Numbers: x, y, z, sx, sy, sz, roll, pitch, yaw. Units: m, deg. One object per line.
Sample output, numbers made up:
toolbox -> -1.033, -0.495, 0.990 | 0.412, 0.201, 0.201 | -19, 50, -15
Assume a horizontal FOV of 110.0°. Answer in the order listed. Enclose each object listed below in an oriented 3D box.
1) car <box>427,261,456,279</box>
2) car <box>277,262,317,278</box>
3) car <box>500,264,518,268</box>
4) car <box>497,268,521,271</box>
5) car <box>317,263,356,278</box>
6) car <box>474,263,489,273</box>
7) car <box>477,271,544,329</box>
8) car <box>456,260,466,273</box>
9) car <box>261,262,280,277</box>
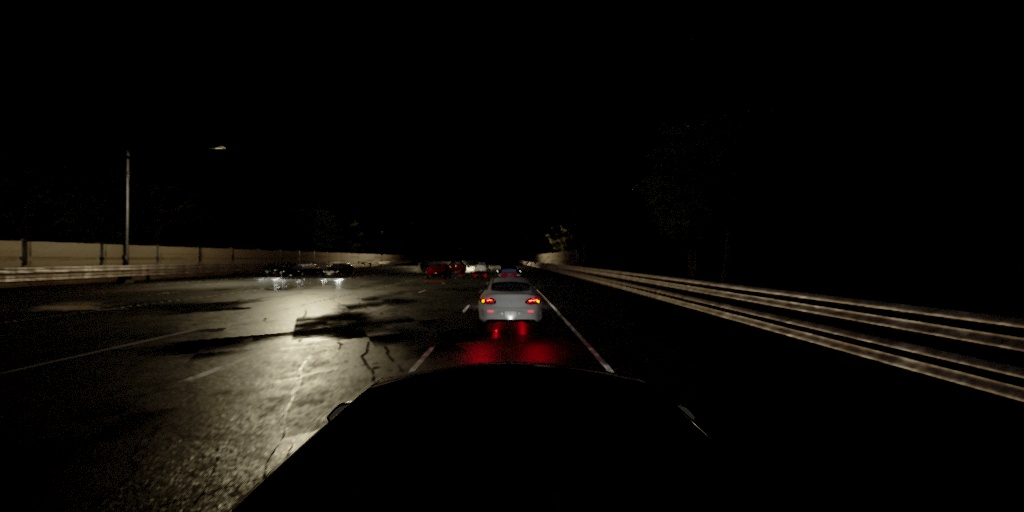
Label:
car -> -7.324, 1.475, 36.619 | 1.882, 1.535, 5.008 | 0, 0, -1
car -> -21.507, 1.567, 36.965 | 1.895, 1.301, 4.718 | 0, 0, -2
car -> -0.228, 1.495, 26.497 | 1.994, 1.385, 4.181 | 0, 0, -1
car -> -0.111, 1.465, 18.133 | 1.895, 1.301, 4.718 | 0, 0, -1
car -> -18.021, 1.505, 37.530 | 1.812, 1.442, 4.674 | 0, 0, -2
car -> -4.149, 1.639, 49.857 | 1.812, 1.442, 4.674 | 0, 0, -2
car -> -0.047, 1.341, 11.366 | 1.812, 1.442, 4.674 | 0, -1, 0
car -> -7.682, 1.464, 50.748 | 2.097, 1.767, 4.553 | 0, -1, -2
car -> -25.049, 1.392, 39.001 | 1.837, 1.490, 4.892 | 1, -1, -1
